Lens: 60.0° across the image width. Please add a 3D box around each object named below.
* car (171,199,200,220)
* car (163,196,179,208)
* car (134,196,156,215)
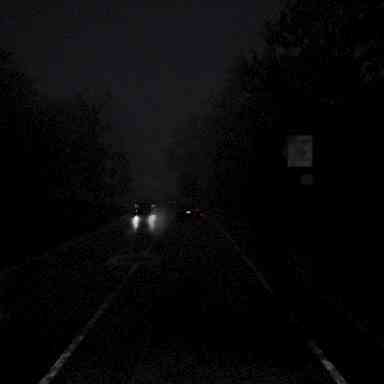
[{"bbox_3d":[-0.441,1.503,27.350,1.994,1.385,4.181,0,0,-5],"label":"car"},{"bbox_3d":[-2.547,1.200,42.685,2.033,1.411,5.357,-1,2,-11],"label":"car"},{"bbox_3d":[-4.686,1.280,33.345,2.097,1.767,4.553,-1,1,-7],"label":"car"}]
